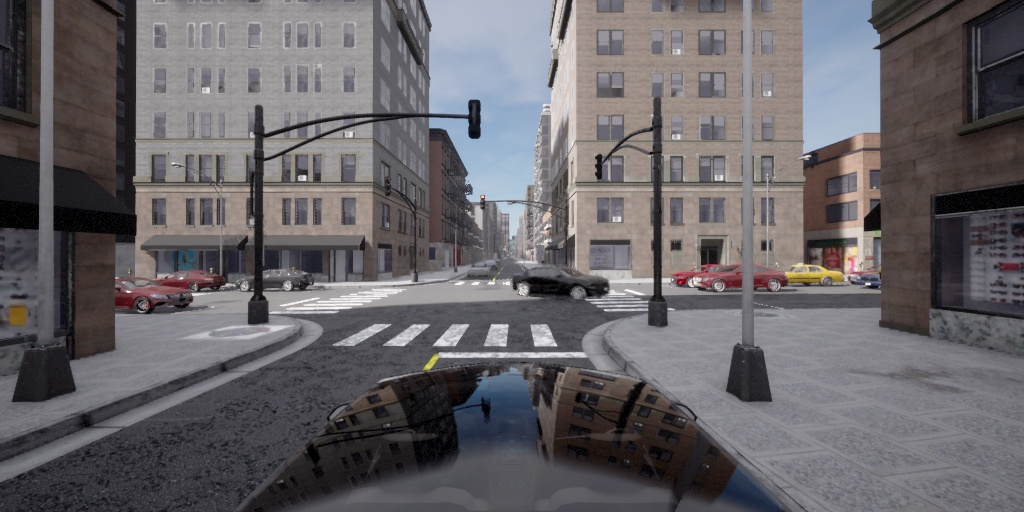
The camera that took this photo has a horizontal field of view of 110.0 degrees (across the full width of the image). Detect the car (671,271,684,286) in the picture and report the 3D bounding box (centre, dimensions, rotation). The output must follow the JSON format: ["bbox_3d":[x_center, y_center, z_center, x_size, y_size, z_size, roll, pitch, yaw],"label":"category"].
[{"bbox_3d":[12.132,1.189,22.027,4.507,1.381,1.888,0,0,0],"label":"car"}]

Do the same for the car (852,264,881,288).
[{"bbox_3d":[21.774,1.087,19.208,5.357,1.411,2.033,-1,0,1],"label":"car"}]

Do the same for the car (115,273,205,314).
[{"bbox_3d":[-14.660,1.451,13.674,4.207,1.307,1.802,0,0,0],"label":"car"}]

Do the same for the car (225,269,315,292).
[{"bbox_3d":[-14.631,1.458,22.200,4.403,1.370,2.007,0,0,0],"label":"car"}]

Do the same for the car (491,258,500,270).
[{"bbox_3d":[-3.117,1.237,51.357,1.812,1.442,4.674,0,0,0],"label":"car"}]

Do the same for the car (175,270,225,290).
[{"bbox_3d":[-20.159,1.545,22.235,4.207,1.307,1.802,0,0,0],"label":"car"}]

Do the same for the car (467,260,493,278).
[{"bbox_3d":[-3.121,1.340,33.838,1.895,1.301,4.718,0,0,0],"label":"car"}]

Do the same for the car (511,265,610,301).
[{"bbox_3d":[2.224,1.212,17.404,5.008,1.535,1.882,-1,1,40],"label":"car"}]

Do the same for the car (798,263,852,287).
[{"bbox_3d":[17.454,1.117,21.993,4.829,1.417,1.751,0,0,0],"label":"car"}]

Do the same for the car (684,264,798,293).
[{"bbox_3d":[12.187,1.157,19.272,4.674,1.442,1.812,-1,0,1],"label":"car"}]
